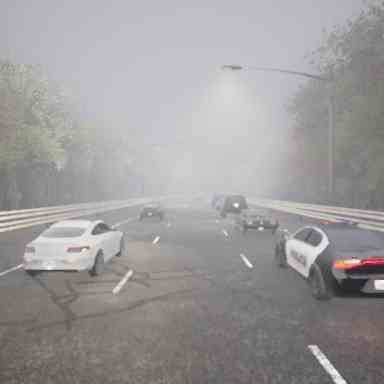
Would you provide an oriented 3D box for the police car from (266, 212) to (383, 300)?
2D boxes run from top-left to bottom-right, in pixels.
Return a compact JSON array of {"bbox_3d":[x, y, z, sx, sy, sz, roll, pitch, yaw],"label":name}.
[{"bbox_3d":[3.520,1.515,8.494,2.038,1.542,4.974,0,0,0],"label":"police car"}]

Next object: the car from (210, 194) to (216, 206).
[{"bbox_3d":[4.164,1.265,52.339,2.150,2.045,5.566,0,0,1],"label":"car"}]

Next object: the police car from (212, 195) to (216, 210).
[{"bbox_3d":[3.918,1.542,41.357,2.038,1.542,4.974,0,0,1],"label":"police car"}]

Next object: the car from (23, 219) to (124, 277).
[{"bbox_3d":[-3.365,1.535,10.178,1.812,1.442,4.674,0,0,0],"label":"car"}]

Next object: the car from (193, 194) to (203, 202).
[{"bbox_3d":[1.242,1.497,72.584,1.895,1.301,4.718,0,0,2],"label":"car"}]

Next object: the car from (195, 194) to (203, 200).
[{"bbox_3d":[1.921,1.301,90.098,2.097,1.767,4.553,0,0,2],"label":"car"}]

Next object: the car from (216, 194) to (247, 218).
[{"bbox_3d":[3.730,1.251,30.434,2.150,2.045,5.566,0,0,1],"label":"car"}]

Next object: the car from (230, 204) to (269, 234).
[{"bbox_3d":[3.597,1.621,19.479,1.895,1.301,4.718,0,0,1],"label":"car"}]

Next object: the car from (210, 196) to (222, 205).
[{"bbox_3d":[4.465,1.596,63.260,2.033,1.411,5.357,0,0,2],"label":"car"}]

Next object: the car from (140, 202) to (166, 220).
[{"bbox_3d":[-3.212,1.551,27.953,1.812,1.442,4.674,0,0,1],"label":"car"}]
